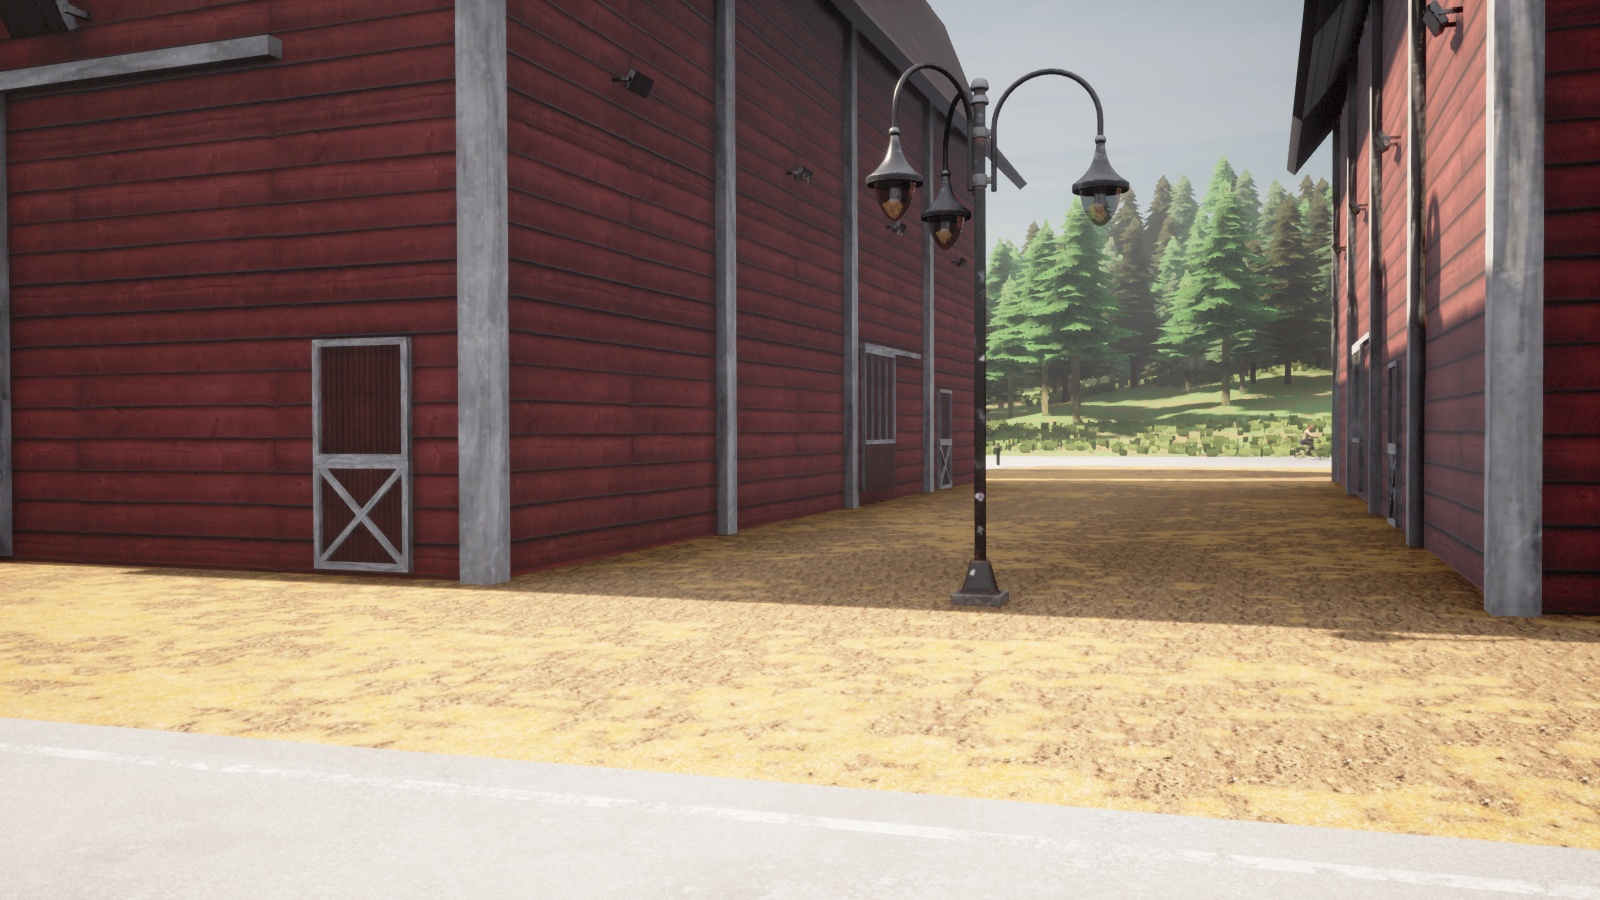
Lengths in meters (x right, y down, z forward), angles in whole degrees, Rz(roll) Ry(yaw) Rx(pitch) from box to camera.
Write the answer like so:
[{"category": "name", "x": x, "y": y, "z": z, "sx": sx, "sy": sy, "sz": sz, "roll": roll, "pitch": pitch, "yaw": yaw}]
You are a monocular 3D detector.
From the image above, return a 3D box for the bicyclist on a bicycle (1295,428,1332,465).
[{"category": "bicyclist on a bicycle", "x": 22.757, "y": -0.183, "z": 55.685, "sx": 1.509, "sy": 1.612, "sz": 0.866, "roll": 1, "pitch": 1, "yaw": 20}]
